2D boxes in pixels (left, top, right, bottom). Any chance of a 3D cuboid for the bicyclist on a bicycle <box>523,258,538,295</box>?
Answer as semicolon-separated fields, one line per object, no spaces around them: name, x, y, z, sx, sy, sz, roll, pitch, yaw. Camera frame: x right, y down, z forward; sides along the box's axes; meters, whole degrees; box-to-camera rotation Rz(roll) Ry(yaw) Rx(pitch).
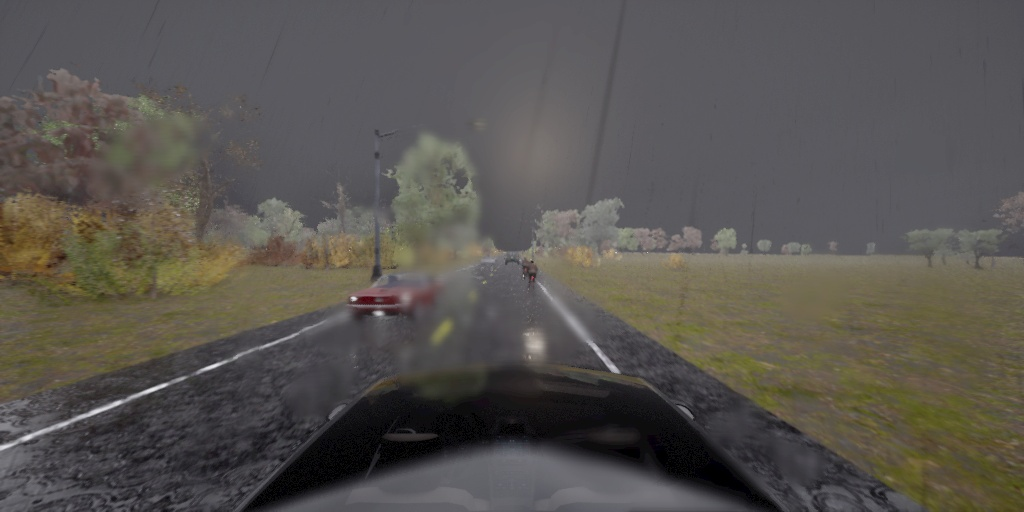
bicyclist on a bicycle;0.959;1.015;16.825;0.582;1.620;1.656;0;0;0

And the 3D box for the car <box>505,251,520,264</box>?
car;0.056;0.258;57.226;2.150;2.045;5.566;0;1;0

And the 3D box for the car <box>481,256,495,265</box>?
car;-3.558;0.686;53.470;1.895;1.301;4.718;0;1;1

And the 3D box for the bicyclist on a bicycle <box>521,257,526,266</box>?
bicyclist on a bicycle;0.958;0.902;25.764;0.582;1.620;1.656;0;0;0

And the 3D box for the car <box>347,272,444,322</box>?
car;-3.599;1.225;11.920;1.895;1.301;4.718;0;1;0
